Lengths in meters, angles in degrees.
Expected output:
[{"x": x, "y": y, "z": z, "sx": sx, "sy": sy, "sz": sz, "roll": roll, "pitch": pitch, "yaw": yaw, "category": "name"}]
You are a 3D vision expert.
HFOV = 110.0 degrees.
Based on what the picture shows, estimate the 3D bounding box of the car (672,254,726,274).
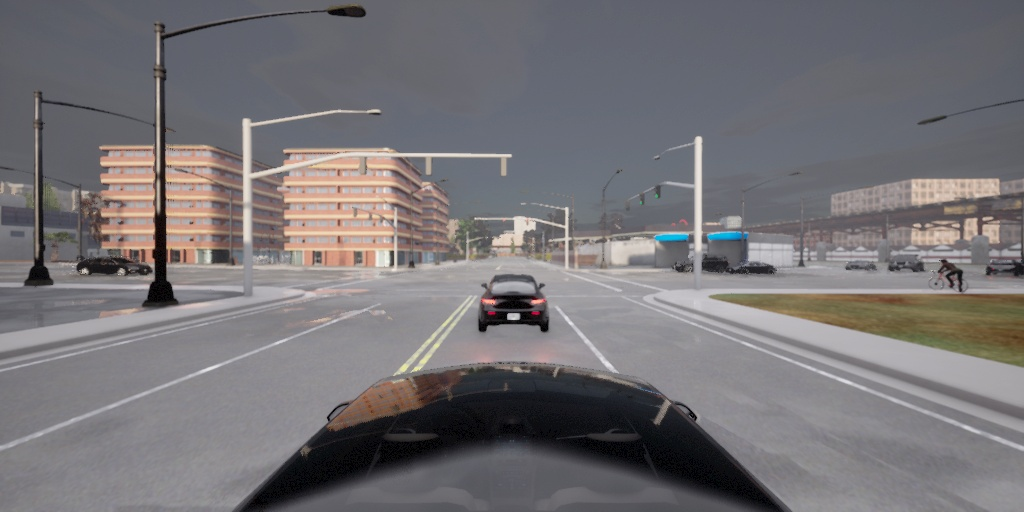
[{"x": 20.008, "y": 0.814, "z": 38.018, "sx": 5.566, "sy": 2.045, "sz": 2.150, "roll": 0, "pitch": 0, "yaw": 0, "category": "car"}]

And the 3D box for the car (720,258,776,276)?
[{"x": 23.029, "y": 1.171, "z": 34.668, "sx": 4.181, "sy": 1.385, "sz": 1.994, "roll": 0, "pitch": 0, "yaw": -2, "category": "car"}]

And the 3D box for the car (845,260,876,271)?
[{"x": 42.565, "y": 1.131, "z": 43.759, "sx": 4.181, "sy": 1.385, "sz": 1.994, "roll": 0, "pitch": 0, "yaw": -31, "category": "car"}]

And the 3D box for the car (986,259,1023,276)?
[{"x": 47.341, "y": 1.099, "z": 34.419, "sx": 4.902, "sy": 1.511, "sz": 2.128, "roll": 0, "pitch": 0, "yaw": -30, "category": "car"}]

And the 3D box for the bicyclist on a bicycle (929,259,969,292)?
[{"x": 21.841, "y": 0.979, "z": 17.969, "sx": 0.582, "sy": 1.620, "sz": 1.656, "roll": 0, "pitch": 0, "yaw": 0, "category": "bicyclist on a bicycle"}]

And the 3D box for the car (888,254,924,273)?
[{"x": 45.716, "y": 0.801, "z": 41.530, "sx": 5.566, "sy": 2.045, "sz": 2.150, "roll": 0, "pitch": 0, "yaw": -33, "category": "car"}]

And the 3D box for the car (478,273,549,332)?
[{"x": 0.036, "y": 1.238, "z": 10.638, "sx": 1.812, "sy": 1.442, "sz": 4.674, "roll": 0, "pitch": 0, "yaw": 0, "category": "car"}]

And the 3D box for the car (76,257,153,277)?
[{"x": -31.705, "y": 0.852, "z": 28.674, "sx": 4.892, "sy": 1.490, "sz": 1.837, "roll": 1, "pitch": 0, "yaw": 1, "category": "car"}]
